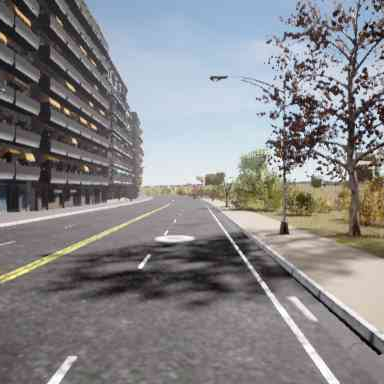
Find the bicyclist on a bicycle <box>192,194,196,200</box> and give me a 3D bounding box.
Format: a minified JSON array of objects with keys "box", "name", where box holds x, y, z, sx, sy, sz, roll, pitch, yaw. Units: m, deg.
[{"box":[0.863,1.502,90.601,0.582,1.620,1.656,-1,0,-3],"name":"bicyclist on a bicycle"}]
